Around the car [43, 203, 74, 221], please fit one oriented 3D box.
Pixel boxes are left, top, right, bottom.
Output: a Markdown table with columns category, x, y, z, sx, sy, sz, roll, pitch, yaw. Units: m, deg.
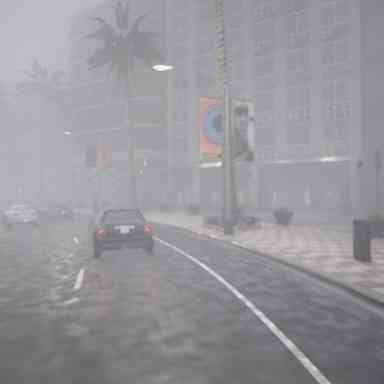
| category | x | y | z | sx | sy | sz | roll | pitch | yaw |
| --- | --- | --- | --- | --- | --- | --- | --- | --- | --- |
| car | -11.649 | 1.633 | 28.276 | 1.994 | 1.385 | 4.181 | -1 | 0 | -40 |

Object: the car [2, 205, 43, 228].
| category | x | y | z | sx | sy | sz | roll | pitch | yaw |
| --- | --- | --- | --- | --- | --- | --- | --- | --- | --- |
| car | -12.040 | 1.607 | 23.226 | 1.812 | 1.442 | 4.674 | 0 | 0 | -35 |

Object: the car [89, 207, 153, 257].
| category | x | y | z | sx | sy | sz | roll | pitch | yaw |
| --- | --- | --- | --- | --- | --- | --- | --- | --- | --- |
| car | -3.013 | 1.360 | 13.442 | 2.097 | 1.767 | 4.553 | -1 | 0 | -19 |
